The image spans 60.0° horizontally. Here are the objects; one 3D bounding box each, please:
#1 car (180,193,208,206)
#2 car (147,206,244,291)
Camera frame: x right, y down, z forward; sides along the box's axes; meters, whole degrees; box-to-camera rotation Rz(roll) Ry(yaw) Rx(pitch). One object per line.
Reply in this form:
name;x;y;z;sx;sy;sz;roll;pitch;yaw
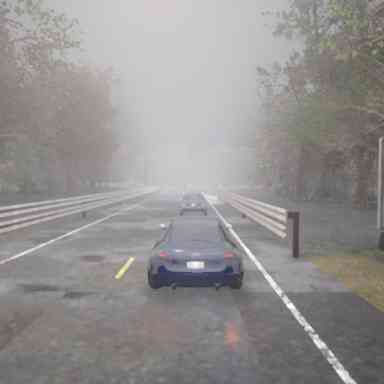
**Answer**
car;0.127;0.769;23.324;2.033;1.411;5.357;0;2;1
car;0.088;1.283;8.315;1.994;1.385;4.181;0;2;1
